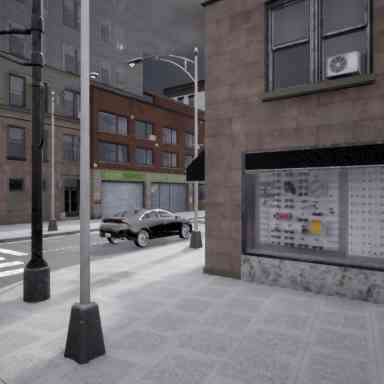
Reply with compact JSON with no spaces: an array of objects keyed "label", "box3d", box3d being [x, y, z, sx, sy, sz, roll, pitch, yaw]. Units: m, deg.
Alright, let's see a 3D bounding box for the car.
[{"label":"car","box3d":[-1.869,1.459,14.943,2.128,1.511,4.902,0,0,35]}]
